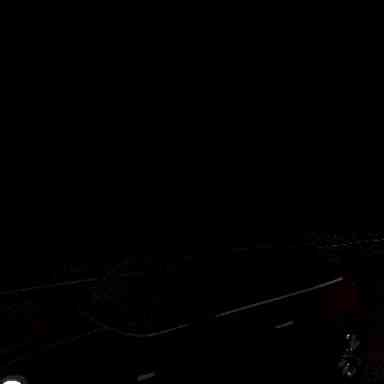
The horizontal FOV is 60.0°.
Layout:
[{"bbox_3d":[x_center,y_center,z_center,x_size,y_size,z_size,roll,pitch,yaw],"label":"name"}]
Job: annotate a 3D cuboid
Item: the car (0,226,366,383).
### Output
[{"bbox_3d":[-0.106,1.344,3.741,4.553,1.767,2.097,0,0,-34],"label":"car"}]
